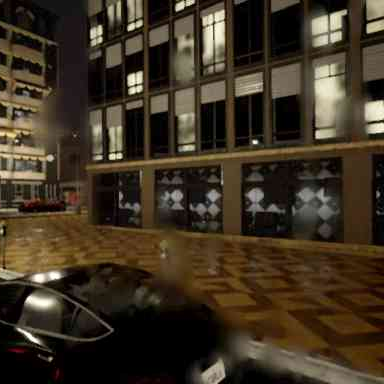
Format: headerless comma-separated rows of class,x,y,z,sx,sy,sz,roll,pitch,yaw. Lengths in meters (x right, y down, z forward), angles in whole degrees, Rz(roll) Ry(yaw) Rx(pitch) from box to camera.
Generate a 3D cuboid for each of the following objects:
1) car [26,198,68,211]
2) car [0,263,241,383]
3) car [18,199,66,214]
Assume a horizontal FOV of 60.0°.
car,-17.281,1.469,39.822,1.947,1.339,4.313,-1,-1,35
car,-1.513,1.542,3.963,4.313,1.339,1.947,0,-1,35
car,-13.636,1.369,30.466,1.802,1.307,4.206,-1,-1,35
